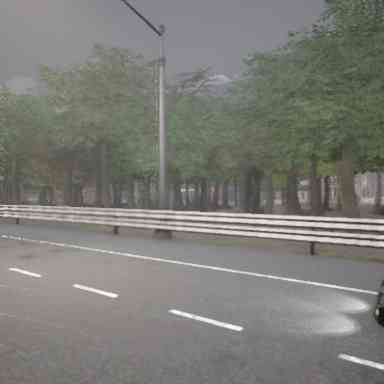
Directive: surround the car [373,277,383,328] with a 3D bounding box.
[{"bbox_3d":[4.924,1.567,4.655,4.181,1.385,1.994,0,0,35],"label":"car"}]
